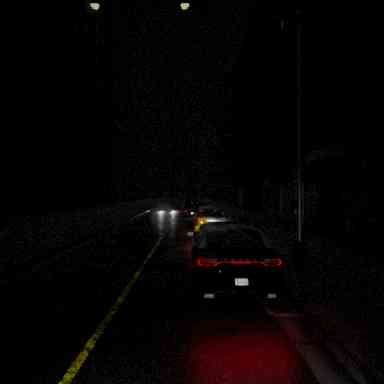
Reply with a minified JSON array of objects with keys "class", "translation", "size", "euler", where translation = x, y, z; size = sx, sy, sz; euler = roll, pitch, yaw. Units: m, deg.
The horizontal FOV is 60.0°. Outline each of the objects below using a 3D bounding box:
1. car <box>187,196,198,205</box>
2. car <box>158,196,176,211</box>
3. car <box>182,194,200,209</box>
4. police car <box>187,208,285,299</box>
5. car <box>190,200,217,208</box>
[{"class":"car","translation":[0.019,1.573,60.343],"size":[1.882,1.535,5.008],"euler":[0,0,0]},{"class":"car","translation":[-3.087,1.578,42.446],"size":[1.812,1.442,4.674],"euler":[0,0,0]},{"class":"car","translation":[0.030,1.413,46.599],"size":[2.097,1.767,4.553],"euler":[0,0,0]},{"class":"police car","translation":[0.903,1.430,8.619],"size":[1.930,1.638,5.238],"euler":[0,0,0]},{"class":"car","translation":[0.906,1.468,18.701],"size":[1.801,1.575,5.366],"euler":[0,0,0]}]
